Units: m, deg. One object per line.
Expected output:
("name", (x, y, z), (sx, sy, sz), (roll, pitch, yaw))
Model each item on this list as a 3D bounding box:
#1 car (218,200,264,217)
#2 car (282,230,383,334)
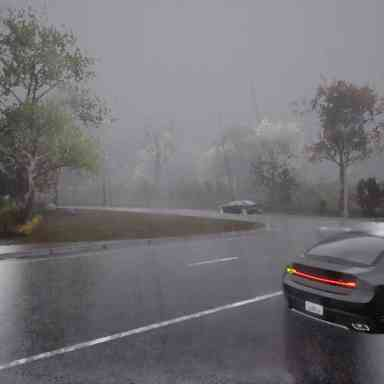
("car", (4.608, 1.481, 31.955), (1.882, 1.535, 5.008), (0, 0, -39))
("car", (3.812, 1.505, 6.438), (4.892, 1.490, 1.837), (0, 0, -36))
